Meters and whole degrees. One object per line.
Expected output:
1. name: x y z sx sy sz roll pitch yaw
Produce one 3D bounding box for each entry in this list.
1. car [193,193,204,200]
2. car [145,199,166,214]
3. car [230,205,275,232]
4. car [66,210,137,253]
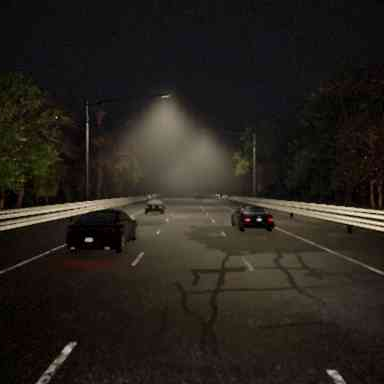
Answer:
1. car: 1.951 1.234 86.295 1.882 1.535 5.008 0 0 -2
2. car: -3.671 1.465 33.924 2.033 1.411 5.357 0 0 -1
3. car: 3.495 1.502 19.927 2.033 1.411 5.357 0 0 -1
4. car: -3.459 1.447 13.584 1.882 1.535 5.008 0 0 0
